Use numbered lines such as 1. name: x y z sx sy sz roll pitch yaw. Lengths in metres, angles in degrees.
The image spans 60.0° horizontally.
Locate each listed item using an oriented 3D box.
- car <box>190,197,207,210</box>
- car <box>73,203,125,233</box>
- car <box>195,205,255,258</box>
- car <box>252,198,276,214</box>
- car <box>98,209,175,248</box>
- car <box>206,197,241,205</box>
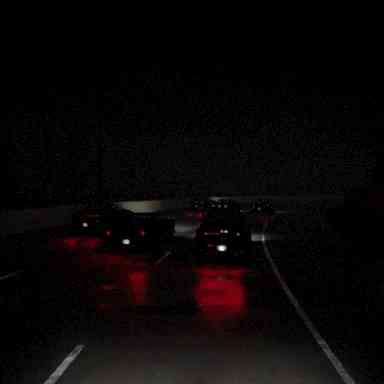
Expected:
1. car: 1.404 1.291 37.549 2.128 1.511 4.902 0 0 23
2. car: -4.726 1.367 18.549 2.128 1.511 4.902 0 0 11
3. car: 1.259 1.441 12.508 1.837 1.490 4.892 0 0 8
4. car: 7.231 1.374 33.458 1.812 1.442 4.674 0 0 23
5. car: -2.037 1.512 14.301 1.895 1.301 4.718 0 0 9
6. car: 3.560 1.377 33.872 2.033 1.411 5.357 0 0 22
